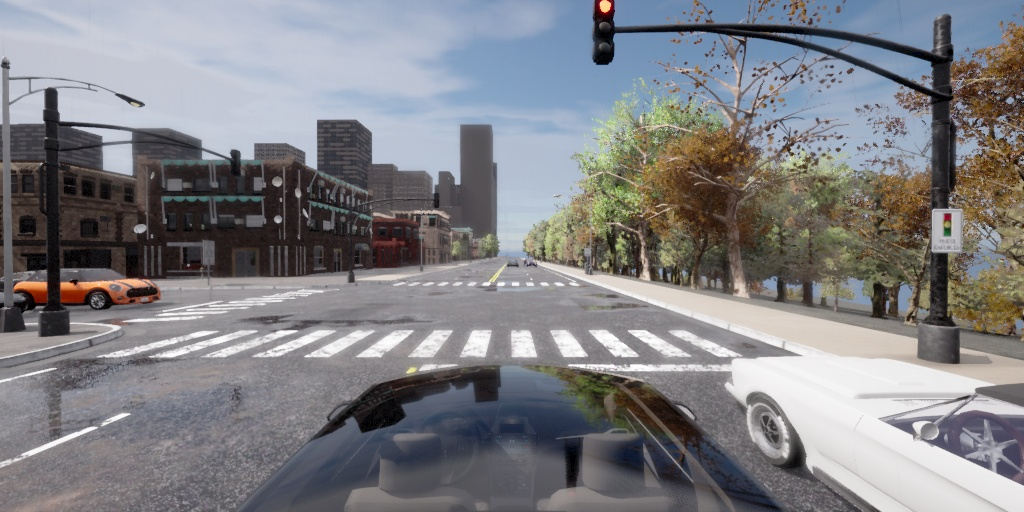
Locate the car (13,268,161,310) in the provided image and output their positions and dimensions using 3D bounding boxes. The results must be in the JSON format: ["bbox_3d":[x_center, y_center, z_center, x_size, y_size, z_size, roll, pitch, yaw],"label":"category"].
[{"bbox_3d":[-17.966,1.301,15.309,4.553,1.767,2.097,-1,1,-1],"label":"car"}]

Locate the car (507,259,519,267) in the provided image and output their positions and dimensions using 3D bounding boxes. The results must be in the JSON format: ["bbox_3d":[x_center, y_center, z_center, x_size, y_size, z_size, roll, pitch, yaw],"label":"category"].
[{"bbox_3d":[0.155,1.290,63.434,1.994,1.385,4.181,0,0,1],"label":"car"}]

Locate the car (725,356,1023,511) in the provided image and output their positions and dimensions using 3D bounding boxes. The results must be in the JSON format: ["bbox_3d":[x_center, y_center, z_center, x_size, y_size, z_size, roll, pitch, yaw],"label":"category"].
[{"bbox_3d":[3.350,1.351,1.927,1.895,1.301,4.718,0,0,0],"label":"car"}]

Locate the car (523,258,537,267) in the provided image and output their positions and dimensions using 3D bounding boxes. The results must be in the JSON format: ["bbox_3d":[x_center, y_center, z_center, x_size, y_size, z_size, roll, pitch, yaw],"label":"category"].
[{"bbox_3d":[3.417,1.327,63.712,1.895,1.301,4.718,0,0,0],"label":"car"}]

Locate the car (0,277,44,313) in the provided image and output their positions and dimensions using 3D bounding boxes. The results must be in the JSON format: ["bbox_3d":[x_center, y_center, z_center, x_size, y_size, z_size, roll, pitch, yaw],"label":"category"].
[{"bbox_3d":[-19.936,1.565,12.575,4.313,1.339,1.948,0,0,0],"label":"car"}]
